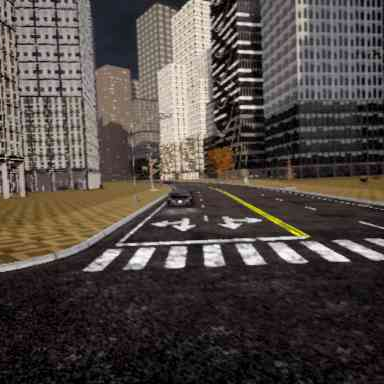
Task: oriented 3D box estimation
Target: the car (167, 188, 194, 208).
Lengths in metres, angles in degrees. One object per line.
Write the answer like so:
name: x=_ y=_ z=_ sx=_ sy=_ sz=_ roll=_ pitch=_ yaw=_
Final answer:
car: x=-0.850 y=0.411 z=26.038 sx=1.994 sy=1.385 sz=4.181 roll=-2 pitch=3 yaw=1
